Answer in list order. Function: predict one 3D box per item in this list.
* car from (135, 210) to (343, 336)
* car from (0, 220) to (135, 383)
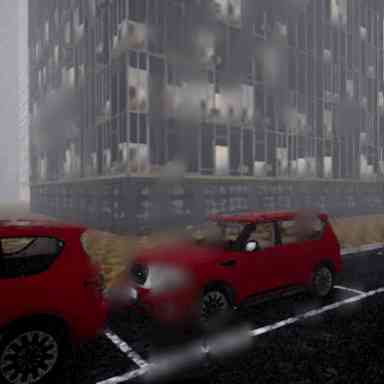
[{"bbox_3d":[1.085,1.340,6.885,5.009,1.841,2.192,0,-1,-35],"label":"car"},{"bbox_3d":[-3.433,1.312,3.665,5.009,1.841,2.192,0,-1,-35],"label":"car"}]
